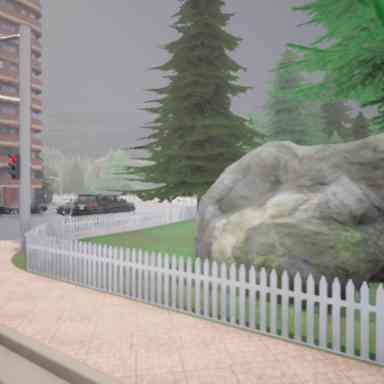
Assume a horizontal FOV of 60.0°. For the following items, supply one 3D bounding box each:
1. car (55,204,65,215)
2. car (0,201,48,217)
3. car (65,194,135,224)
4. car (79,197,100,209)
[{"bbox_3d":[-10.900,1.436,32.170,2.033,1.411,5.357,0,0,11],"label":"car"},{"bbox_3d":[-15.240,1.486,29.577,1.895,1.301,4.718,0,0,17],"label":"car"},{"bbox_3d":[-6.210,1.127,24.100,2.150,2.045,5.566,0,0,21],"label":"car"},{"bbox_3d":[-13.972,1.415,45.577,2.033,1.411,5.357,0,0,-9],"label":"car"}]
